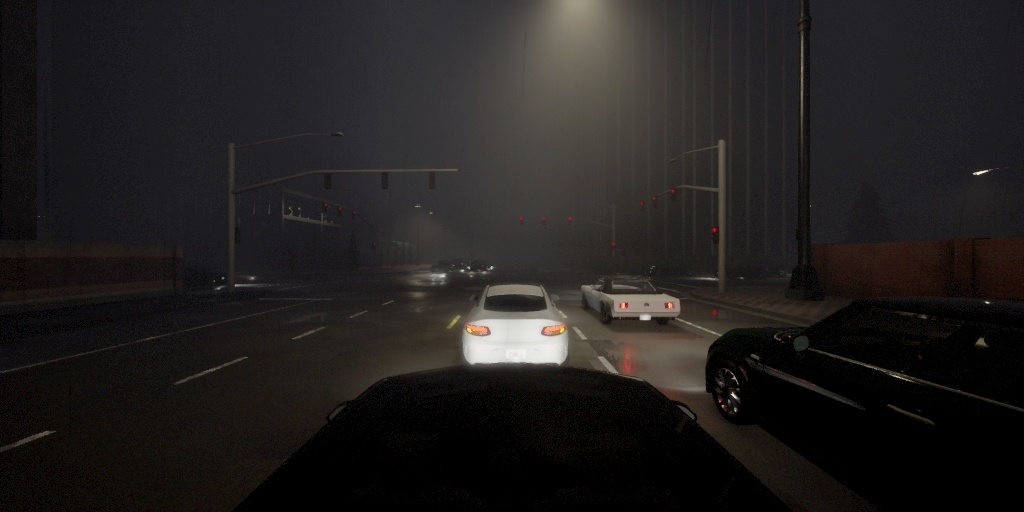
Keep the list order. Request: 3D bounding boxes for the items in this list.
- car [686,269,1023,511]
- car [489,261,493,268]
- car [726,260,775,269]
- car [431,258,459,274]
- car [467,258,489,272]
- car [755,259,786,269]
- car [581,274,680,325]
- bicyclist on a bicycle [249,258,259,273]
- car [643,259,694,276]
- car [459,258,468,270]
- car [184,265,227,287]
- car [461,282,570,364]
[{"bbox_3d":[3.599,1.102,2.893,2.097,1.767,4.553,0,0,0],"label":"car"},{"bbox_3d":[-4.546,1.275,59.840,1.812,1.442,4.674,0,0,-1],"label":"car"},{"bbox_3d":[20.189,1.314,31.693,4.181,1.385,1.994,0,0,-1],"label":"car"},{"bbox_3d":[-8.165,1.241,42.306,2.128,1.511,4.902,0,0,4],"label":"car"},{"bbox_3d":[-4.350,1.228,46.892,1.882,1.535,5.008,0,0,-1],"label":"car"},{"bbox_3d":[24.230,1.102,35.229,4.553,1.767,2.097,0,0,0],"label":"car"},{"bbox_3d":[3.563,1.351,11.795,1.895,1.301,4.718,0,0,0],"label":"car"},{"bbox_3d":[-28.409,1.051,39.513,0.582,1.620,1.656,0,0,-1],"label":"bicyclist on a bicycle"},{"bbox_3d":[15.338,1.102,35.147,4.553,1.767,2.097,0,0,0],"label":"car"},{"bbox_3d":[-7.958,1.101,53.220,2.097,1.767,4.553,0,0,-1],"label":"car"},{"bbox_3d":[-21.419,1.314,24.093,4.181,1.385,1.994,0,0,0],"label":"car"},{"bbox_3d":[0.059,1.276,7.577,1.812,1.442,4.674,0,0,0],"label":"car"}]
